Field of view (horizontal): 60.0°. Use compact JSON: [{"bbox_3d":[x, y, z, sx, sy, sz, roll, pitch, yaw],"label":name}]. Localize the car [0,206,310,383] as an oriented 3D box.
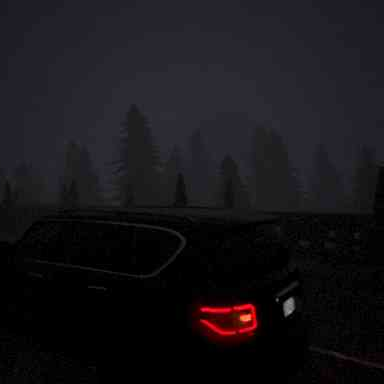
[{"bbox_3d":[-1.215,1.229,4.857,5.566,2.045,2.150,0,0,35],"label":"car"}]
